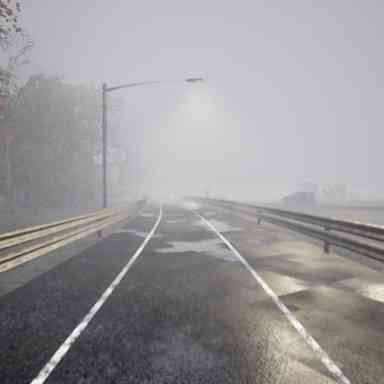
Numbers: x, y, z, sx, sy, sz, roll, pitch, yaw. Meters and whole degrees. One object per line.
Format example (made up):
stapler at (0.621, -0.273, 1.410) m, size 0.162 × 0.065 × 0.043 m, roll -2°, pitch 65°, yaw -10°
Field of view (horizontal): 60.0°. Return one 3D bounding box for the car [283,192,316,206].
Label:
car at (16.061, 0.997, 49.858) m, size 2.150 × 2.045 × 5.566 m, roll 0°, pitch 0°, yaw -23°

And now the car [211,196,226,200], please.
car at (5.711, 1.466, 74.812) m, size 1.895 × 1.301 × 4.718 m, roll 0°, pitch 0°, yaw -23°
